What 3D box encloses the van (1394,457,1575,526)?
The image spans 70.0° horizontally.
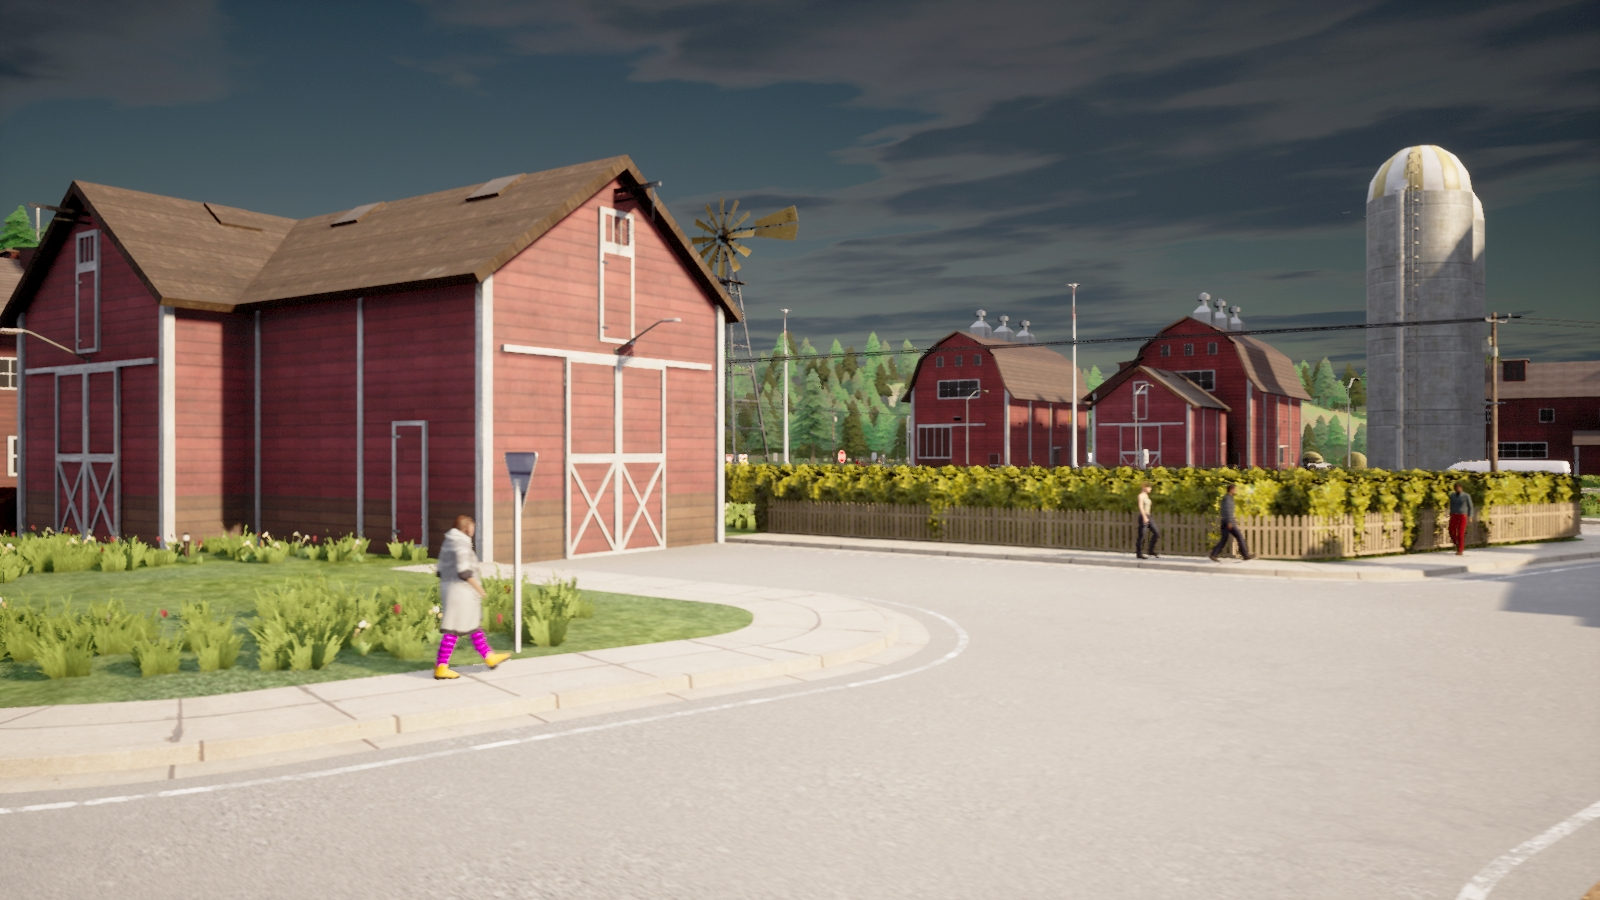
[{"bbox_3d":[26.928,1.553,45.068,5.915,2.561,1.988,0,0,38],"label":"van"}]

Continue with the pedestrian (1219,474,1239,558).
[{"bbox_3d":[9.677,1.480,25.769,0.375,1.860,0.375,0,0,12],"label":"pedestrian"}]

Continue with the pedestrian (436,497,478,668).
[{"bbox_3d":[-3.860,1.473,12.838,0.375,1.860,0.375,0,0,-30],"label":"pedestrian"}]

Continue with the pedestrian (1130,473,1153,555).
[{"bbox_3d":[7.956,1.481,26.607,0.375,1.860,0.375,0,0,40],"label":"pedestrian"}]

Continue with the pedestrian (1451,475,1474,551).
[{"bbox_3d":[16.521,1.564,28.492,0.375,1.860,0.375,0,0,-31],"label":"pedestrian"}]
